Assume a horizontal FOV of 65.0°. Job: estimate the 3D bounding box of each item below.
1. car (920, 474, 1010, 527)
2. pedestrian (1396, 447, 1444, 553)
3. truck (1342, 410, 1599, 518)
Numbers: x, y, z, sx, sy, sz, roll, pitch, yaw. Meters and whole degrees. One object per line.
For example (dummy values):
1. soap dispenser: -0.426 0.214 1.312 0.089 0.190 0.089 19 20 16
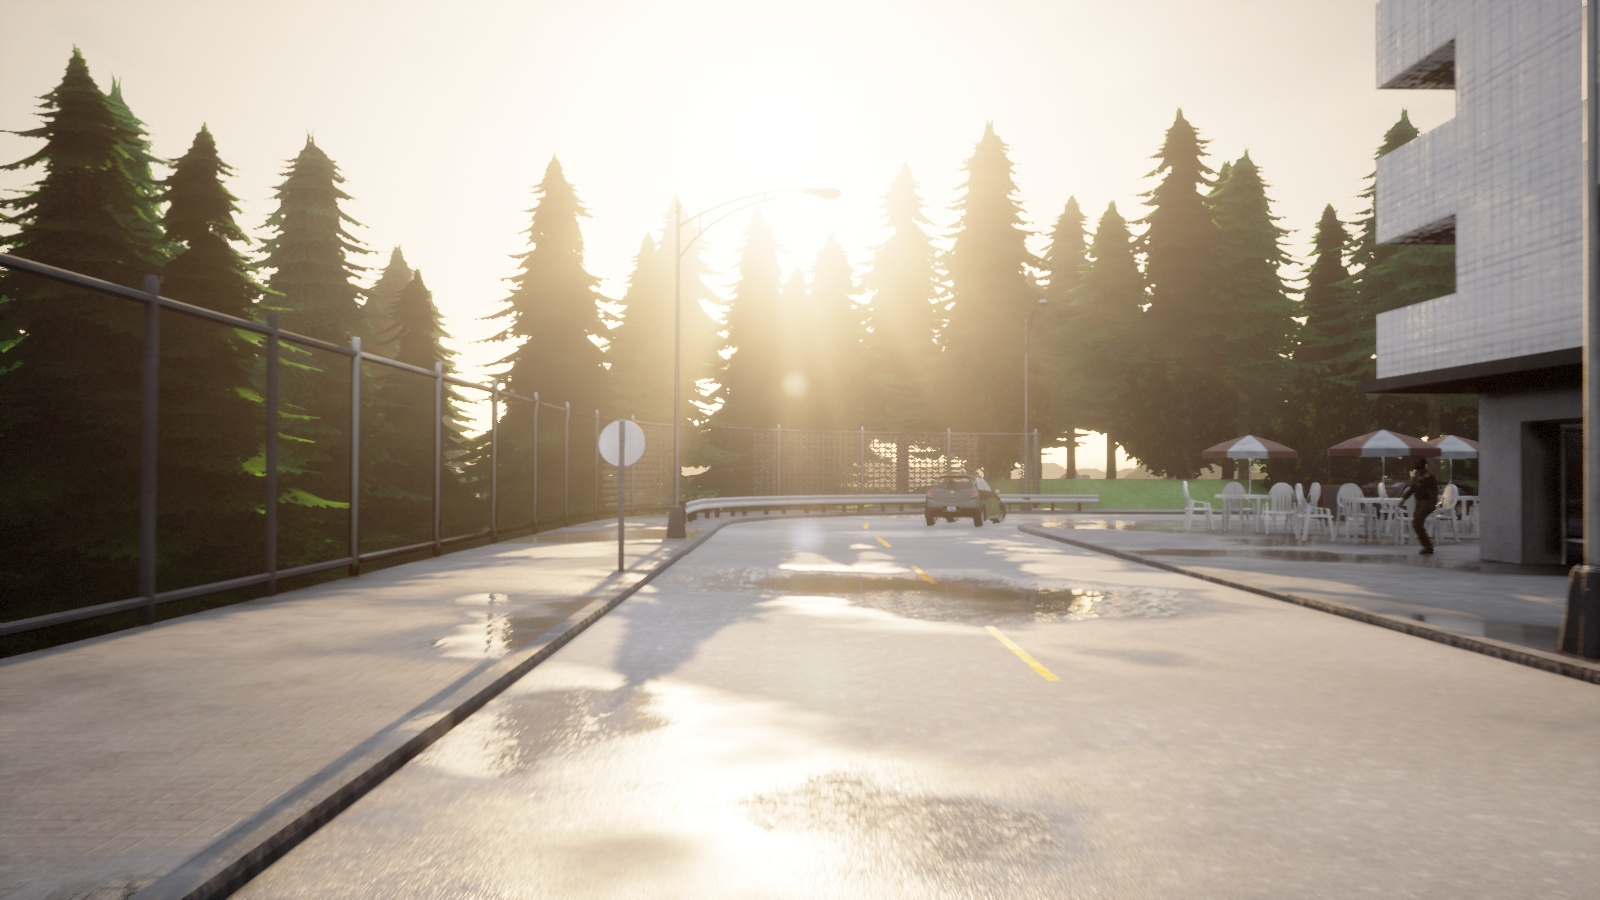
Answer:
1. car: 5.021 1.475 37.795 1.845 1.501 3.633 -1 -1 21
2. pedestrian: 11.419 0.907 23.136 0.692 1.930 0.395 0 -1 -14
3. truck: 22.836 0.484 42.217 7.936 3.462 2.891 0 -1 0
